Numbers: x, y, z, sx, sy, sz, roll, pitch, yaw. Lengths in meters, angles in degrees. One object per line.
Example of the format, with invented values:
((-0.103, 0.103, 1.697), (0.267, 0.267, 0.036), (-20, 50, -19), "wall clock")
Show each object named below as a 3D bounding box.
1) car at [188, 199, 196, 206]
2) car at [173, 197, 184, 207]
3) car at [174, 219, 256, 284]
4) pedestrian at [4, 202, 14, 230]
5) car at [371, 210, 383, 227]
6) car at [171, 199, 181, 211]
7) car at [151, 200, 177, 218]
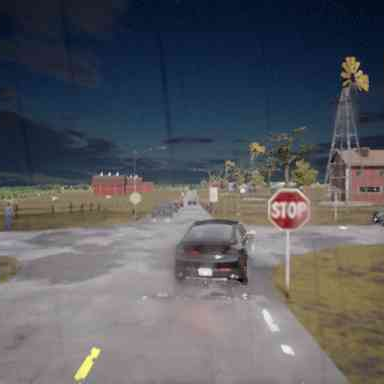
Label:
((0.022, 2.326, 73.508), (1.812, 1.442, 4.674), (0, -1, 0), "car")
((-2.815, 1.945, 52.821), (2.128, 1.511, 4.902), (0, -1, 0), "car")
((0.818, 1.560, 9.892), (1.837, 1.490, 4.892), (-1, 0, 12), "car")
((-12.148, 1.564, 22.106), (0.375, 1.860, 0.375), (0, 2, 0), "pedestrian")
((12.885, 1.304, 18.982), (4.892, 1.490, 1.837), (-1, 1, 2), "car")
((-2.823, 1.885, 42.637), (1.994, 1.385, 4.181), (0, -1, 1), "car")
((-2.839, 1.781, 32.732), (1.994, 1.385, 4.181), (0, -1, 0), "car")
